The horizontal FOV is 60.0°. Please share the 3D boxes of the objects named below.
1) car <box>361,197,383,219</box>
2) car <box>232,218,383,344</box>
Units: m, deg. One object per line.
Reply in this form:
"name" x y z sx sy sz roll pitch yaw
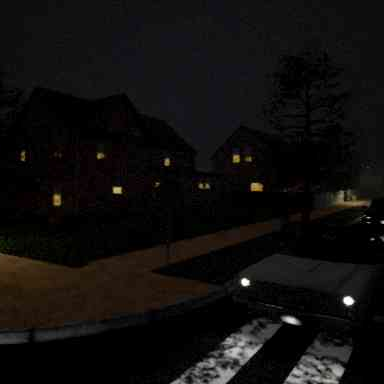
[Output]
"car" 9.635 1.030 16.275 1.837 1.490 4.892 0 1 35
"car" 2.621 1.401 6.366 1.895 1.301 4.718 0 2 35
